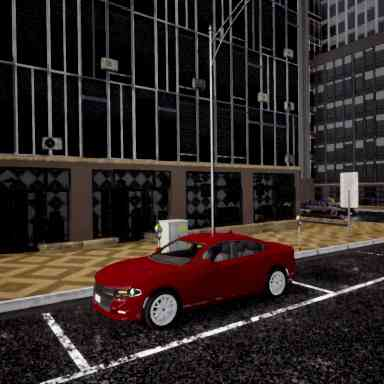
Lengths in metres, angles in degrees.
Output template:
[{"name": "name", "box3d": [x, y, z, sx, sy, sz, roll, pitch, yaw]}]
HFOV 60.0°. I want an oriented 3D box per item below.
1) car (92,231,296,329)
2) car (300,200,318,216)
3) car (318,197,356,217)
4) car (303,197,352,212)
[{"name": "car", "box3d": [0.246, 1.544, 6.900, 4.507, 1.381, 1.887, 0, -1, -35]}, {"name": "car", "box3d": [8.904, 1.452, 30.775, 2.008, 1.369, 4.403, -1, 1, -35]}, {"name": "car", "box3d": [12.094, 1.423, 30.646, 2.033, 1.411, 5.357, -1, 1, -35]}, {"name": "car", "box3d": [14.898, 1.276, 36.726, 1.752, 1.417, 4.829, -1, 1, -35]}]
